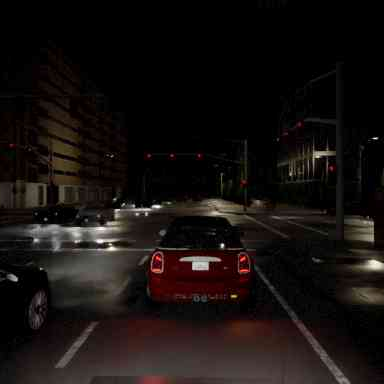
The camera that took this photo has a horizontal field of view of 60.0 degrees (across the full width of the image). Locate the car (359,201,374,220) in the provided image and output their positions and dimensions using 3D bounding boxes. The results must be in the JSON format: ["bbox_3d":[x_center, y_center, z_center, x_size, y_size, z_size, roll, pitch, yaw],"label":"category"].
[{"bbox_3d":[16.693,1.603,26.473,5.357,1.411,2.033,0,0,1],"label":"car"}]

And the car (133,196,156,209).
[{"bbox_3d":[-6.630,1.564,46.139,1.994,1.385,4.181,0,0,1],"label":"car"}]

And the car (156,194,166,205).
[{"bbox_3d":[-6.321,1.490,57.695,2.128,1.511,4.902,0,0,2],"label":"car"}]

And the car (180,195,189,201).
[{"bbox_3d":[-1.956,1.540,83.937,2.033,1.411,5.357,0,0,2],"label":"car"}]

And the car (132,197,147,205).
[{"bbox_3d":[-9.668,1.601,62.125,1.895,1.301,4.718,0,0,2],"label":"car"}]

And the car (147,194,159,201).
[{"bbox_3d":[-9.132,1.299,78.135,2.128,1.511,4.902,0,0,2],"label":"car"}]

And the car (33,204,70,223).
[{"bbox_3d":[-10.307,1.628,25.672,1.895,1.301,4.718,0,0,0],"label":"car"}]

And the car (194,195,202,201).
[{"bbox_3d":[1.547,1.478,83.984,1.882,1.535,5.008,0,0,2],"label":"car"}]

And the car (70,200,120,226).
[{"bbox_3d":[-6.815,1.551,23.875,1.812,1.442,4.674,0,0,0],"label":"car"}]

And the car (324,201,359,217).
[{"bbox_3d":[14.506,1.547,30.020,4.902,1.511,2.128,0,0,1],"label":"car"}]

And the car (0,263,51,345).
[{"bbox_3d":[-3.396,1.492,3.880,2.128,1.511,4.902,0,0,1],"label":"car"}]

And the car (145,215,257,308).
[{"bbox_3d":[0.220,1.352,8.109,2.097,1.767,4.553,0,0,2],"label":"car"}]

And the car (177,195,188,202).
[{"bbox_3d":[-2.253,1.524,73.850,2.128,1.511,4.902,0,0,2],"label":"car"}]

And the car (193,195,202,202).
[{"bbox_3d":[1.246,1.478,73.830,1.882,1.535,5.008,0,0,2],"label":"car"}]

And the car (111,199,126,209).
[{"bbox_3d":[-10.159,1.563,44.267,1.994,1.385,4.181,0,0,1],"label":"car"}]

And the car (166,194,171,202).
[{"bbox_3d":[-5.763,1.346,73.688,2.097,1.767,4.553,0,0,2],"label":"car"}]
